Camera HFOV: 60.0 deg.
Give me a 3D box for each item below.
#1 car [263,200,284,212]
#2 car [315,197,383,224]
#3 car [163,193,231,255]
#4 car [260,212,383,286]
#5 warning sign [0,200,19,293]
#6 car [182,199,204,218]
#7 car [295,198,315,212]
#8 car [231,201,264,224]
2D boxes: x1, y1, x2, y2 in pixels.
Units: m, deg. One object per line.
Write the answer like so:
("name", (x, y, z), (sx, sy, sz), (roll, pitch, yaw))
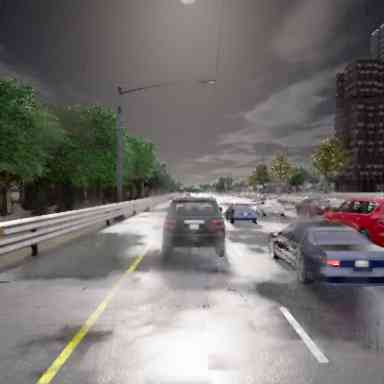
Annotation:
("car", (7.071, 1.452, 30.330), (1.812, 1.442, 4.674), (0, 0, 0))
("car", (7.079, 1.203, 13.174), (2.150, 2.045, 5.566), (0, 0, 0))
("car", (0.079, 1.202, 13.282), (2.150, 2.045, 5.566), (0, 0, 0))
("car", (3.560, 1.537, 9.450), (2.033, 1.411, 5.357), (0, 0, 0))
("warning sign", (-4.548, 1.111, 6.975), (1.300, 1.860, 1.060), (0, 0, 0))
("car", (0.071, 1.452, 30.356), (1.812, 1.442, 4.674), (0, 0, 0))
("car", (10.567, 1.284, 28.994), (2.097, 1.767, 4.553), (0, 0, 0))
("car", (3.552, 1.497, 24.433), (2.033, 1.411, 5.357), (0, 0, 0))
